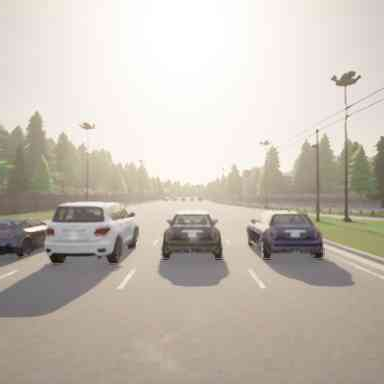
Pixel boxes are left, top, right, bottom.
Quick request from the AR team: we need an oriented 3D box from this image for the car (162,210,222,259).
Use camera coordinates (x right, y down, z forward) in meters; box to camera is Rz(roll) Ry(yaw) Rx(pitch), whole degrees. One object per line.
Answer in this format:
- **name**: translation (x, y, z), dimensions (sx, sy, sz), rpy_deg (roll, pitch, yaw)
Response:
- **car**: translation (0.018, 1.503, 13.408), dimensions (2.097, 1.767, 4.553), rpy_deg (0, -1, 0)

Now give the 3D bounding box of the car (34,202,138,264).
- **car**: translation (-3.491, 1.367, 12.553), dimensions (2.150, 2.045, 5.566), rpy_deg (0, 0, 0)

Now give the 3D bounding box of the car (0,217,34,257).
- **car**: translation (-6.981, 1.719, 13.599), dimensions (1.994, 1.385, 4.181), rpy_deg (0, -1, 1)

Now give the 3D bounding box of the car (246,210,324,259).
- **car**: translation (3.518, 1.503, 13.409), dimensions (2.097, 1.767, 4.553), rpy_deg (0, -1, 0)
